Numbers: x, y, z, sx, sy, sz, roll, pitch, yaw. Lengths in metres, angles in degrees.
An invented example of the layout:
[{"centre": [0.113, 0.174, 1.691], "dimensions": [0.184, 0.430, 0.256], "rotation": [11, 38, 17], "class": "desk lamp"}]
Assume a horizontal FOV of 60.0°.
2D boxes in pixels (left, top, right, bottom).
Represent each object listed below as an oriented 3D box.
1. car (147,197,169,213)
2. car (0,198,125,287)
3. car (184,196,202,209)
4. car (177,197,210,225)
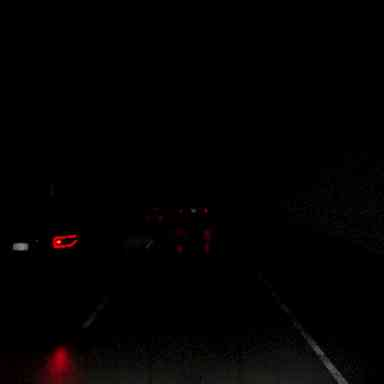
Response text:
[{"centre": [-3.384, 1.281, 33.331], "dimensions": [2.128, 1.511, 4.902], "rotation": [0, 0, 0], "class": "car"}, {"centre": [-3.395, 1.162, 9.289], "dimensions": [2.150, 2.045, 5.566], "rotation": [0, 0, 0], "class": "car"}, {"centre": [0.013, 1.286, 41.312], "dimensions": [2.033, 1.411, 5.357], "rotation": [0, 0, -2], "class": "car"}, {"centre": [0.109, 1.206, 22.809], "dimensions": [2.097, 1.767, 4.553], "rotation": [0, 0, 0], "class": "car"}]
